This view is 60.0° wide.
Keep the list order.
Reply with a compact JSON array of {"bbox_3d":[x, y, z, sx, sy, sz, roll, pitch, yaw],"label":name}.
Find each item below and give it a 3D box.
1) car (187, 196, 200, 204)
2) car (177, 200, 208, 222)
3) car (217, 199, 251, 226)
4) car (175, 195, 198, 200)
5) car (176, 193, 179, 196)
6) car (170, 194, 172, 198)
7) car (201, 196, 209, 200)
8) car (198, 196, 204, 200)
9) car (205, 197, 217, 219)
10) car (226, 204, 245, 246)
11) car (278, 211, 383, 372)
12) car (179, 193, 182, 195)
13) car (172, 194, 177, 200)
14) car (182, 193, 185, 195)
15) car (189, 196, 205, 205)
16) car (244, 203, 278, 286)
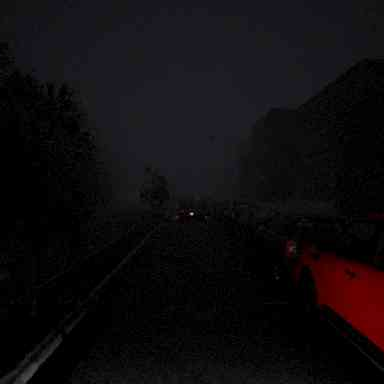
[{"bbox_3d":[0.231,1.491,65.223,2.097,1.535,5.008,0,0,-6],"label":"car"},{"bbox_3d":[-0.068,1.589,26.401,1.994,1.385,4.181,0,0,-1],"label":"car"},{"bbox_3d":[3.048,1.380,20.682,2.185,1.767,4.553,1,0,0],"label":"car"},{"bbox_3d":[-0.791,1.516,42.864,2.128,1.511,4.902,0,0,-4],"label":"car"},{"bbox_3d":[-2.049,1.447,81.953,1.946,1.575,5.366,0,0,-9],"label":"car"},{"bbox_3d":[-4.003,1.399,92.736,2.231,1.521,4.892,0,0,-11],"label":"car"},{"bbox_3d":[2.511,1.552,37.510,2.002,1.452,4.674,0,0,-3],"label":"car"},{"bbox_3d":[1.826,1.383,48.592,2.185,1.767,4.553,0,0,-4],"label":"car"},{"bbox_3d":[2.754,1.541,31.986,2.163,1.488,4.792,0,0,-2],"label":"car"},{"bbox_3d":[3.048,1.501,15.155,2.231,1.521,4.892,0,0,0],"label":"car"},{"bbox_3d":[3.049,1.236,4.097,2.435,2.045,5.566,0,0,0],"label":"car"},{"bbox_3d":[-1.201,1.466,76.454,1.946,1.575,5.366,0,0,-8],"label":"car"},{"bbox_3d":[-2.976,1.176,87.283,2.435,2.045,5.566,0,0,-10],"label":"car"},{"bbox_3d":[-0.426,1.482,70.752,2.097,1.535,5.008,0,0,-7],"label":"car"},{"bbox_3d":[0.833,1.500,59.693,2.231,1.521,4.892,0,0,-5],"label":"car"},{"bbox_3d":[3.048,1.368,9.584,2.185,1.767,4.553,0,0,0],"label":"car"}]
